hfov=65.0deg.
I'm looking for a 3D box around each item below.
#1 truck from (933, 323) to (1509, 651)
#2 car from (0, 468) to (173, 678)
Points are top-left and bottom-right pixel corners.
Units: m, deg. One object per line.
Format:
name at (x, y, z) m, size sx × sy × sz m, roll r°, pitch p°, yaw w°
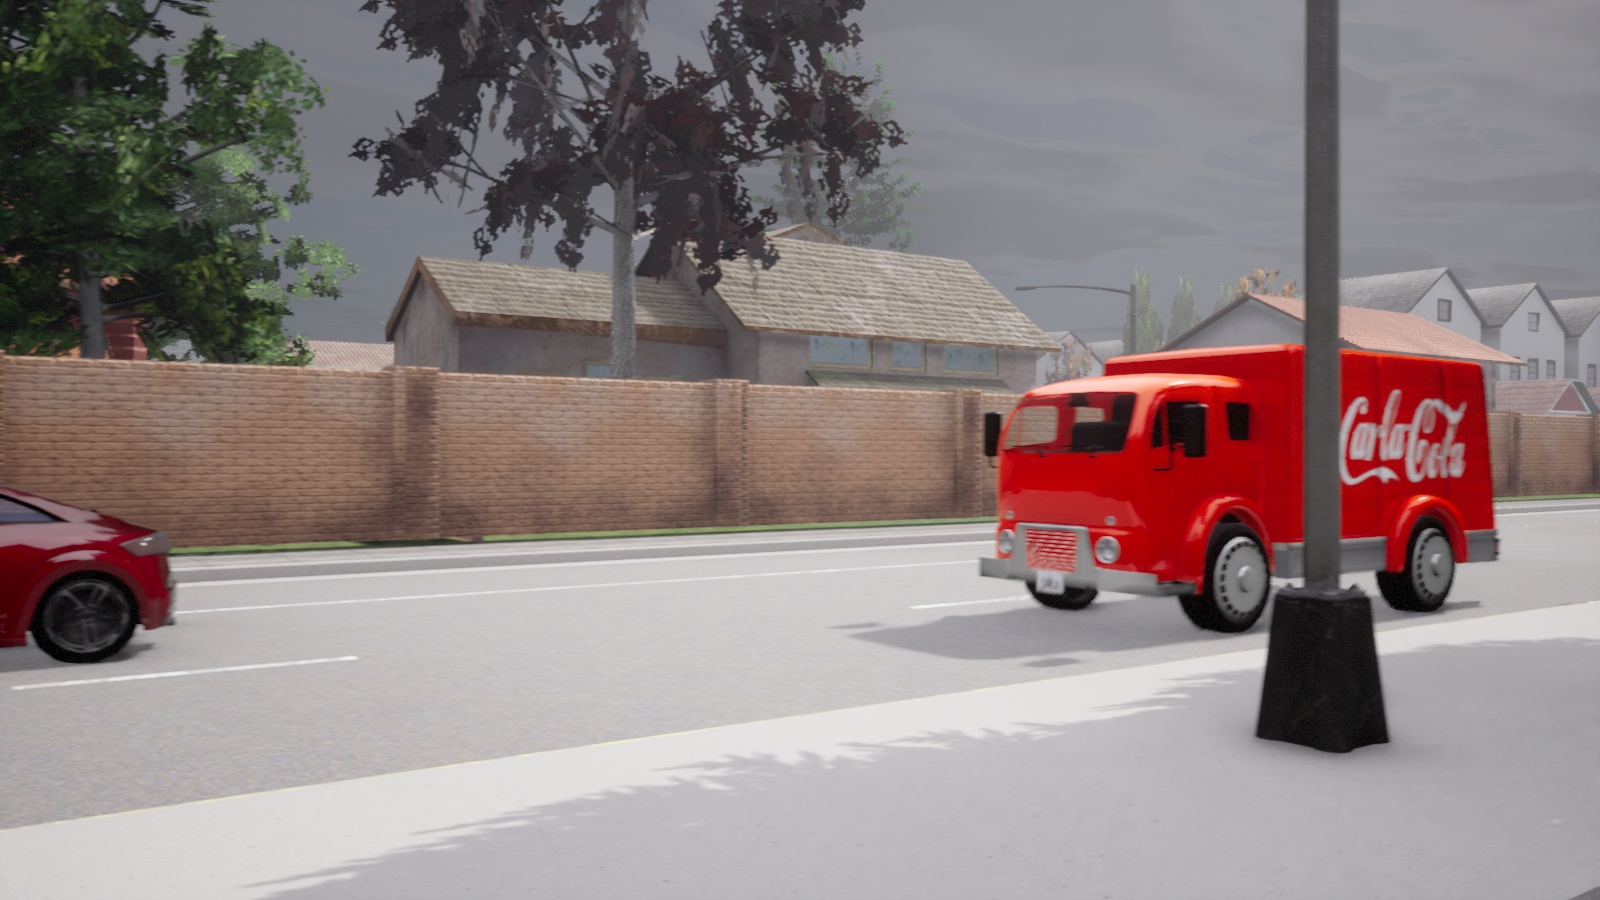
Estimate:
truck at (4.117, 0.279, 12.009) m, size 5.204 × 2.467 × 2.627 m, roll 0°, pitch 0°, yaw -35°
car at (-6.804, 0.844, 8.670) m, size 4.181 × 1.385 × 1.994 m, roll 0°, pitch 0°, yaw -35°
